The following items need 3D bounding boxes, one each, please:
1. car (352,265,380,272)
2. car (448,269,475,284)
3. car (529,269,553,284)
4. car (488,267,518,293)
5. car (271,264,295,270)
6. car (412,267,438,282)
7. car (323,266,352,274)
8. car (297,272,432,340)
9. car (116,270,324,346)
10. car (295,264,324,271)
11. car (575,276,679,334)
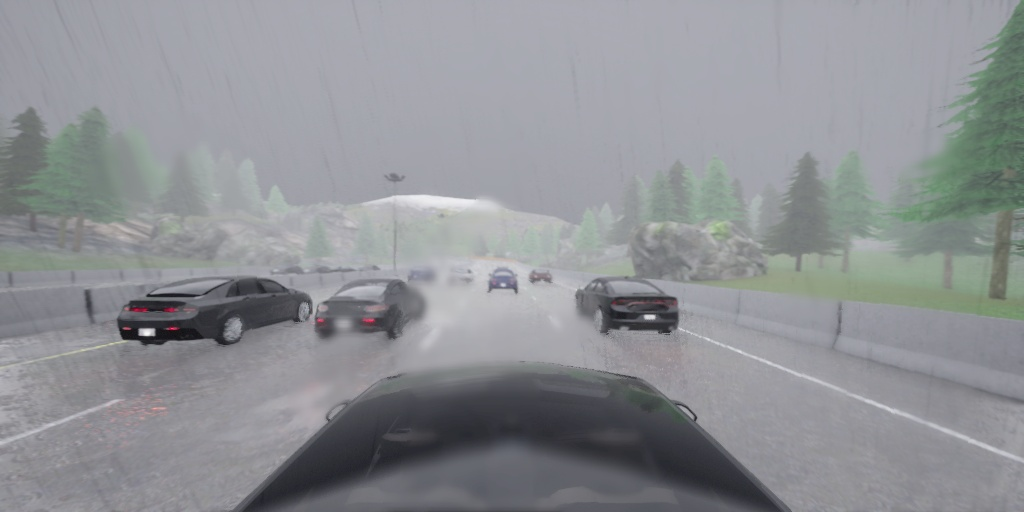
[{"bbox_3d":[-18.949,1.907,47.485,1.837,1.490,4.892,1,-2,-1],"label":"car"},{"bbox_3d":[-4.322,1.773,31.354,1.895,1.301,4.718,1,-1,-2],"label":"car"},{"bbox_3d":[2.614,1.886,33.570,1.895,1.301,4.718,1,-1,-2],"label":"car"},{"bbox_3d":[-0.586,1.575,23.426,1.812,1.442,4.674,1,-1,-2],"label":"car"},{"bbox_3d":[-29.437,1.784,46.924,2.128,1.511,4.902,1,-1,-1],"label":"car"},{"bbox_3d":[-7.823,1.675,31.762,1.812,1.442,4.674,1,-1,-2],"label":"car"},{"bbox_3d":[-22.445,1.965,47.294,1.895,1.301,4.718,1,-1,-1],"label":"car"},{"bbox_3d":[-3.690,1.335,10.034,1.812,1.442,4.674,1,-1,-2],"label":"car"},{"bbox_3d":[-7.172,1.273,9.400,1.837,1.490,4.892,1,-1,-2],"label":"car"},{"bbox_3d":[-25.951,1.830,47.561,2.128,1.511,4.902,1,-1,-1],"label":"car"},{"bbox_3d":[3.279,1.369,11.186,1.882,1.535,5.008,1,-1,-2],"label":"car"}]
